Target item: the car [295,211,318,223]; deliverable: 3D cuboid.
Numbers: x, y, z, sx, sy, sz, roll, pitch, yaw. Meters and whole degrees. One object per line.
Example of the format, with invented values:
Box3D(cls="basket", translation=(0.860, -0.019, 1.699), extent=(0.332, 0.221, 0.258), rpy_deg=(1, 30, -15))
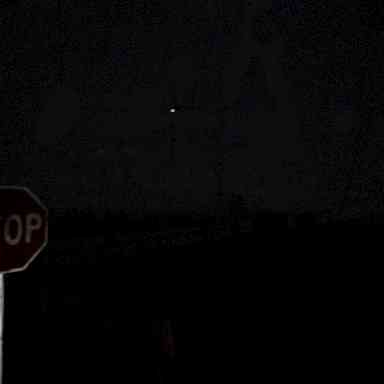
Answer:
Box3D(cls="car", translation=(13.976, 3.038, 40.590), extent=(1.812, 1.442, 4.674), rpy_deg=(3, 0, 36))
